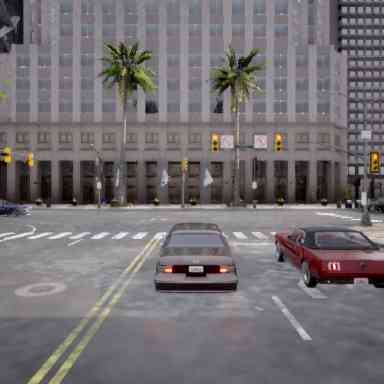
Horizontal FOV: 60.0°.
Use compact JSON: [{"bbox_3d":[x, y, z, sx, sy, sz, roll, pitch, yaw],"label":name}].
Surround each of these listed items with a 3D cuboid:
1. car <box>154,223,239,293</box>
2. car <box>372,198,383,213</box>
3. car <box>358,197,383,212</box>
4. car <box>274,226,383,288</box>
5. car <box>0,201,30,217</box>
[{"bbox_3d":[0.097,1.547,8.977,2.033,1.411,5.357,0,0,0],"label":"car"},{"bbox_3d":[21.667,1.601,34.315,4.718,1.301,1.895,0,0,0],"label":"car"},{"bbox_3d":[21.401,1.352,37.817,4.553,1.767,2.097,0,0,0],"label":"car"},{"bbox_3d":[3.643,1.601,9.244,1.895,1.301,4.718,0,0,2],"label":"car"},{"bbox_3d":[-17.457,1.525,30.729,4.674,1.442,1.812,0,0,-1],"label":"car"}]
